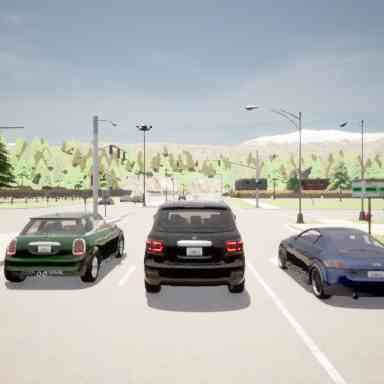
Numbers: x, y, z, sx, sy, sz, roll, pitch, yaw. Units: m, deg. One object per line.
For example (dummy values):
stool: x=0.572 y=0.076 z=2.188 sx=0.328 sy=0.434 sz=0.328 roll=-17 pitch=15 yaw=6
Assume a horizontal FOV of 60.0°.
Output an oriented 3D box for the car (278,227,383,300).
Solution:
car: x=3.572 y=1.564 z=8.444 sx=1.994 sy=1.385 sz=4.181 roll=0 pitch=0 yaw=0

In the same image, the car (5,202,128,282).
car: x=-3.424 y=1.352 z=9.881 sx=2.097 sy=1.767 sz=4.553 roll=0 pitch=0 yaw=0

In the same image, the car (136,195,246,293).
car: x=0.069 y=1.221 z=8.988 sx=2.150 sy=2.045 sz=5.566 roll=0 pitch=0 yaw=0

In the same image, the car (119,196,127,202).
car: x=-14.141 y=1.537 z=71.138 sx=2.033 sy=1.411 sz=5.357 roll=0 pitch=0 yaw=1

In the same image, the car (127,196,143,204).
car: x=-10.772 y=1.503 z=65.063 sx=1.837 sy=1.490 sz=4.892 roll=0 pitch=0 yaw=2

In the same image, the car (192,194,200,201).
car: x=1.060 y=1.310 z=83.335 sx=1.882 sy=1.535 sz=5.008 roll=0 pitch=0 yaw=1

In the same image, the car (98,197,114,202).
car: x=-14.467 y=1.562 z=56.077 sx=1.994 sy=1.385 sz=4.181 roll=0 pitch=0 yaw=1
